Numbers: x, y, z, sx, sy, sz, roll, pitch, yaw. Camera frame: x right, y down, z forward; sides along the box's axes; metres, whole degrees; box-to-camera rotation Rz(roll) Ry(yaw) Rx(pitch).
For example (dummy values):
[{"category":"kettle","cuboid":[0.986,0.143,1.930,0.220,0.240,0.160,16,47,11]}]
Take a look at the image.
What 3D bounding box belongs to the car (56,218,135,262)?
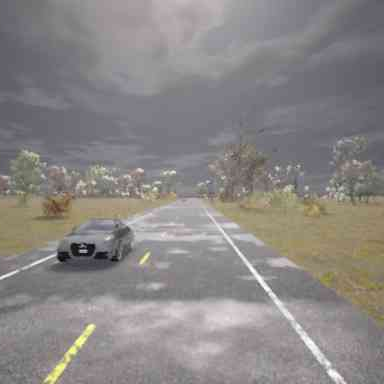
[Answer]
[{"category":"car","cuboid":[-3.419,1.688,12.458,1.994,1.385,4.181,0,-1,0]}]
